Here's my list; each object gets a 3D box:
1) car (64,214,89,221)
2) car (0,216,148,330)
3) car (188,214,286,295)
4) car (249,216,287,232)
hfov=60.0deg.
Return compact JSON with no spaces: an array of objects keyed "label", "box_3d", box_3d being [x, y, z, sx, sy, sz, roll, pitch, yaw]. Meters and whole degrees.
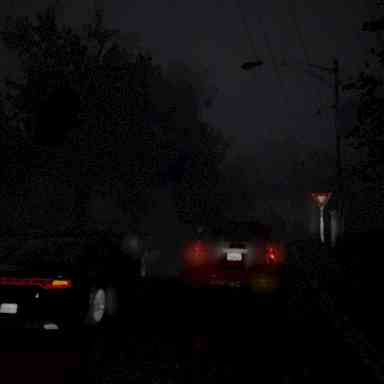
[{"label":"car","box_3d":[-20.282,4.665,59.232,4.892,1.490,1.837,2,-5,-25]},{"label":"car","box_3d":[-2.353,1.534,7.232,1.882,1.535,5.008,0,0,6]},{"label":"car","box_3d":[1.182,1.406,9.127,2.097,1.767,4.553,-1,-1,8]},{"label":"car","box_3d":[7.002,2.871,30.248,1.895,1.301,4.718,-2,-5,32]}]
